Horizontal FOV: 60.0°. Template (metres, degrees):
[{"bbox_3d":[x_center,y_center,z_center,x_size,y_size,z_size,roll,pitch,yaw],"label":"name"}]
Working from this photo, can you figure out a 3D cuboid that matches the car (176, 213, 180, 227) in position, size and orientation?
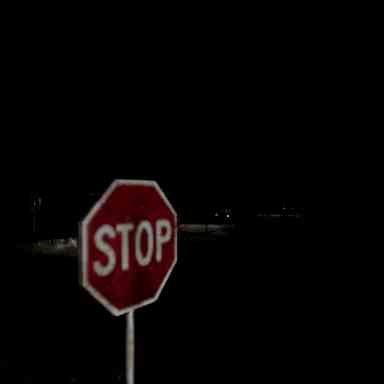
[{"bbox_3d":[-2.755,1.652,19.426,1.882,1.535,5.008,0,0,35],"label":"car"}]

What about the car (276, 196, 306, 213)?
[{"bbox_3d":[12.174,1.466,40.403,2.150,2.045,5.566,0,-1,36],"label":"car"}]

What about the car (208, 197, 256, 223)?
[{"bbox_3d":[3.483,1.424,28.211,2.150,2.045,5.566,0,0,35],"label":"car"}]
